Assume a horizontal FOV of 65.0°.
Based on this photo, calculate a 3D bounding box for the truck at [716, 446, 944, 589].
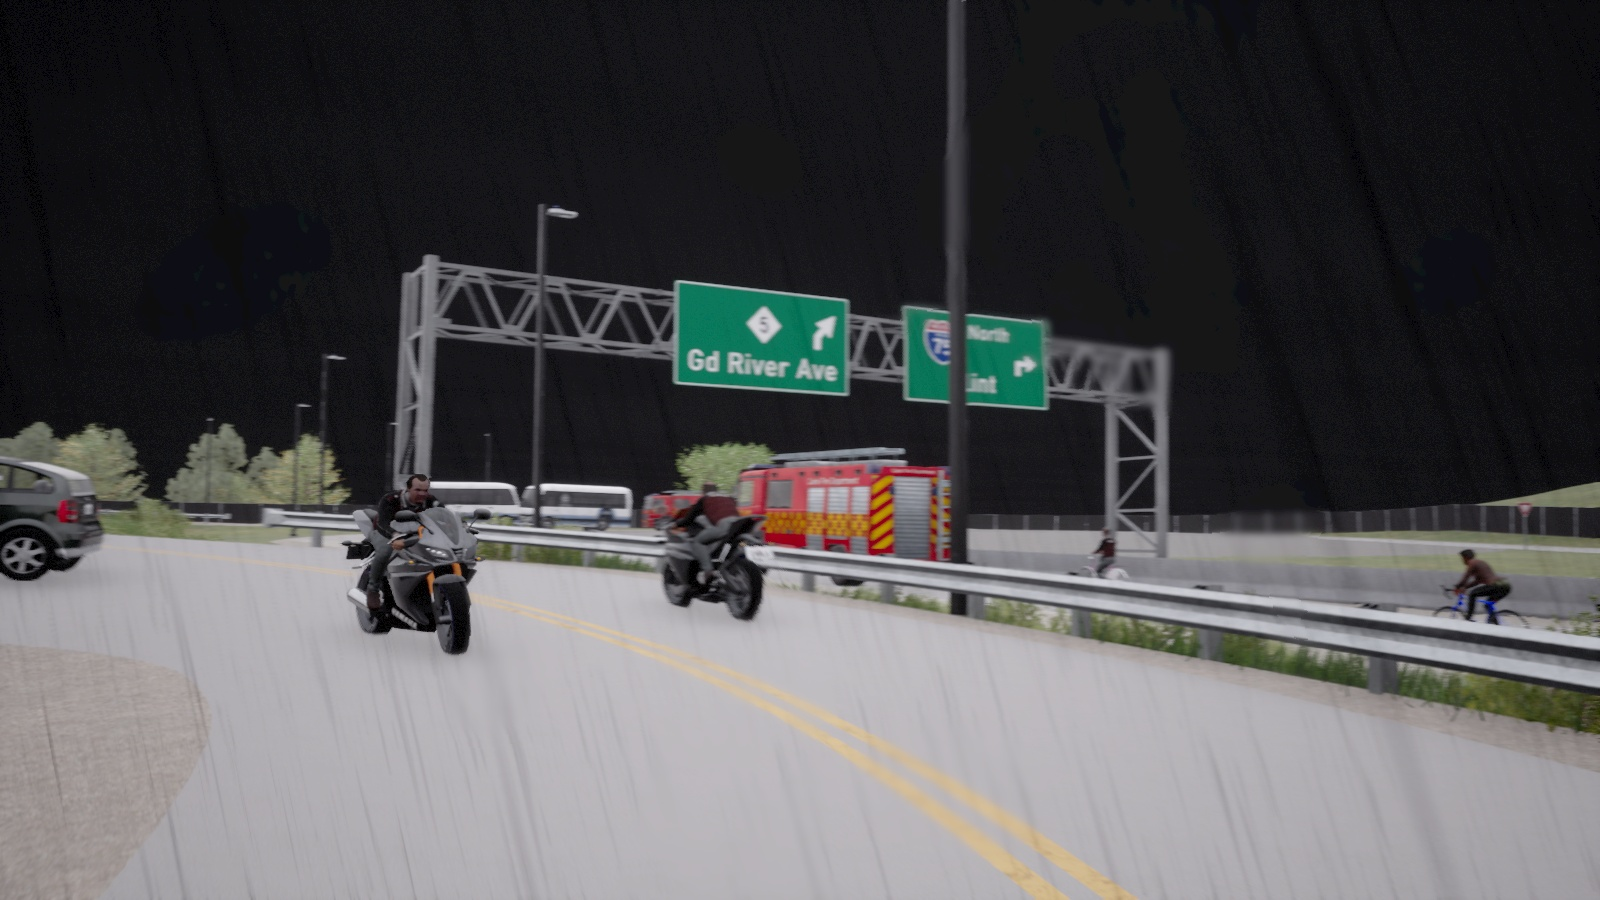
[{"bbox_3d":[0.659,2.015,37.972,2.891,3.827,8.468,2,-3,-30],"label":"truck"}]

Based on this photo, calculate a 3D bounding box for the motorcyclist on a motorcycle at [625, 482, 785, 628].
[{"bbox_3d":[-1.136,1.148,14.458,0.866,1.530,2.191,2,-2,-33],"label":"motorcyclist on a motorcycle"}]

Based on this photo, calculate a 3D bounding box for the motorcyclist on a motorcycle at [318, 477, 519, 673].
[{"bbox_3d":[-3.421,1.022,11.119,0.866,1.530,2.191,0,-1,-41],"label":"motorcyclist on a motorcycle"}]

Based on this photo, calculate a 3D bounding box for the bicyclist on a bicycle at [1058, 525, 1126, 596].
[{"bbox_3d":[7.614,2.855,32.836,0.659,1.776,1.843,2,-3,-30],"label":"bicyclist on a bicycle"}]

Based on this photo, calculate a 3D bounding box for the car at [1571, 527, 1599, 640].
[{"bbox_3d":[14.920,2.208,20.153,1.905,1.878,3.866,2,-3,-30],"label":"car"}]

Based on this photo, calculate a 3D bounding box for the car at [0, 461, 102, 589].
[{"bbox_3d":[-11.038,0.898,15.723,3.705,1.549,1.789,1,-1,-17],"label":"car"}]

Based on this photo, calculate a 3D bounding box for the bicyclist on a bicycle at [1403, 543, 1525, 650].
[{"bbox_3d":[10.745,2.341,20.382,0.582,1.620,1.656,2,-4,-30],"label":"bicyclist on a bicycle"}]
